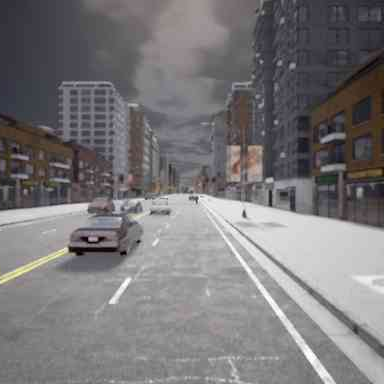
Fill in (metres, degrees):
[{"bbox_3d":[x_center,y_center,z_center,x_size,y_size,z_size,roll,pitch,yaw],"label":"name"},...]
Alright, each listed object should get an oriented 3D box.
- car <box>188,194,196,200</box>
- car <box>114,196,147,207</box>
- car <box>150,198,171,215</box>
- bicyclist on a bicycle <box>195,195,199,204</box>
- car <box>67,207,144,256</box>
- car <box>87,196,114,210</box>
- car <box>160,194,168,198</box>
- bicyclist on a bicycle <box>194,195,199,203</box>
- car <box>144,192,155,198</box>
[{"bbox_3d":[0.007,1.489,87.858,1.812,1.442,4.674,0,0,0],"label":"car"},{"bbox_3d":[-6.578,1.493,36.189,2.128,1.511,4.902,0,0,0],"label":"car"},{"bbox_3d":[-3.146,1.601,34.334,1.895,1.301,4.718,0,0,0],"label":"car"},{"bbox_3d":[0.899,1.454,58.398,0.582,1.620,1.656,0,0,0],"label":"bicyclist on a bicycle"},{"bbox_3d":[-3.149,1.547,13.093,2.033,1.411,5.357,0,0,0],"label":"car"},{"bbox_3d":[-9.827,1.352,36.321,2.097,1.767,4.553,0,0,0],"label":"car"},{"bbox_3d":[-6.495,1.238,77.498,1.882,1.535,5.008,0,0,0],"label":"car"},{"bbox_3d":[0.901,1.440,67.603,0.866,1.612,1.509,0,-1,0],"label":"bicyclist on a bicycle"},{"bbox_3d":[-9.745,0.986,77.468,2.150,2.045,5.566,0,0,0],"label":"car"}]
